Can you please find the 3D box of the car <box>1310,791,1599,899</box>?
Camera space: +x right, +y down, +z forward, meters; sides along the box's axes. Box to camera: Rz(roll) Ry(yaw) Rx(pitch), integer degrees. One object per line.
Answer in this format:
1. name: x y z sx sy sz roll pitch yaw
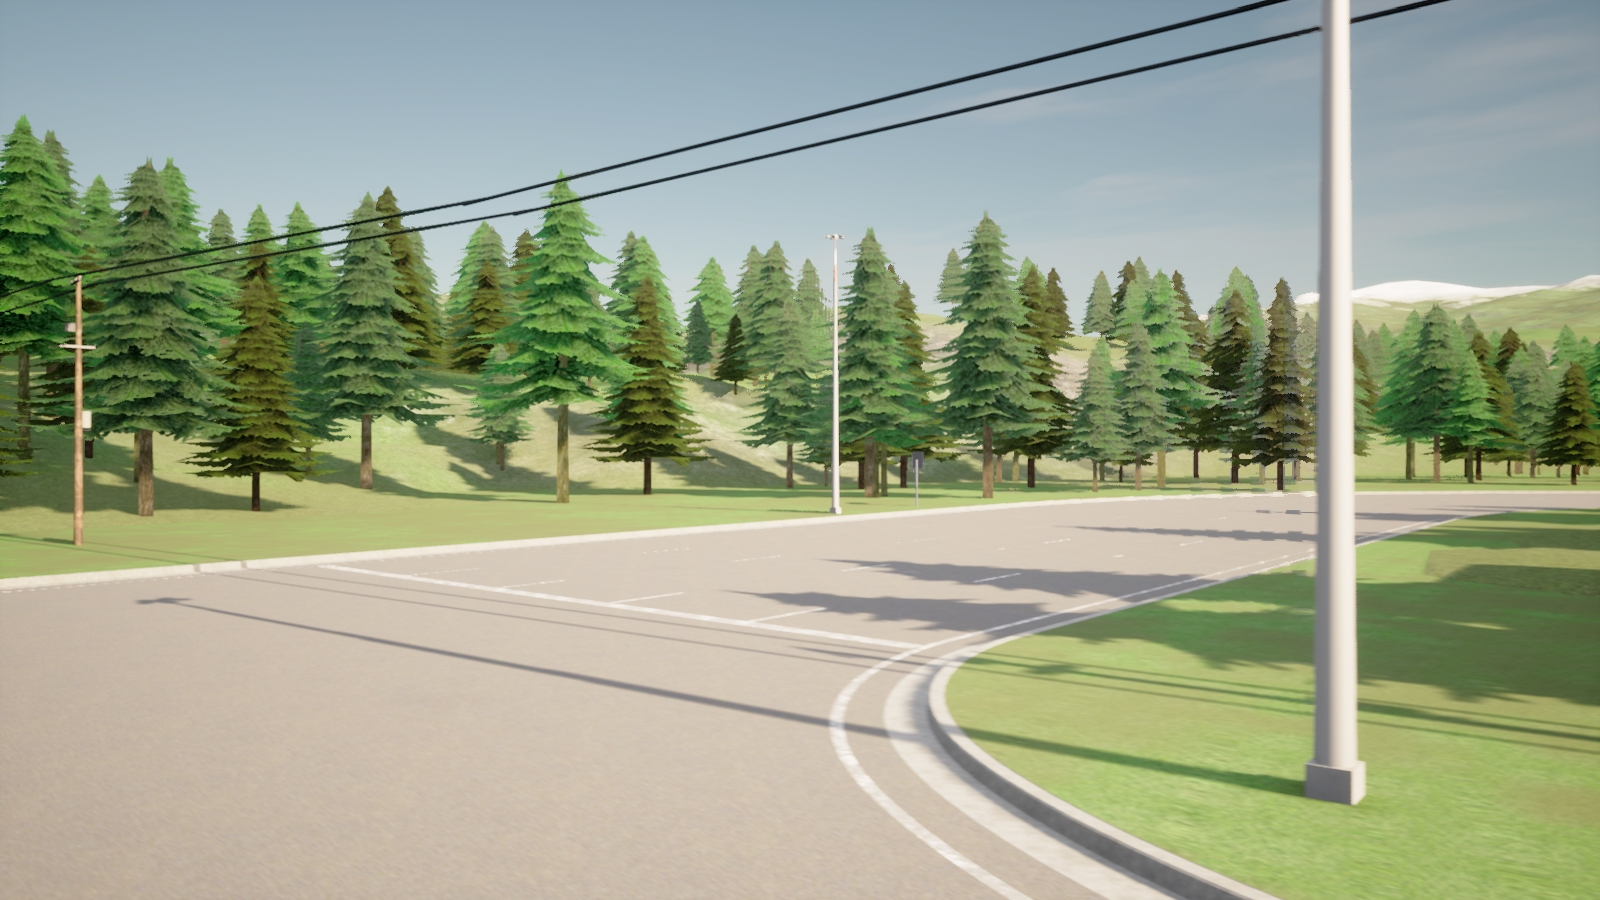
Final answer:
1. car: 3.489 1.983 1.480 5.238 1.638 2.097 0 0 37
